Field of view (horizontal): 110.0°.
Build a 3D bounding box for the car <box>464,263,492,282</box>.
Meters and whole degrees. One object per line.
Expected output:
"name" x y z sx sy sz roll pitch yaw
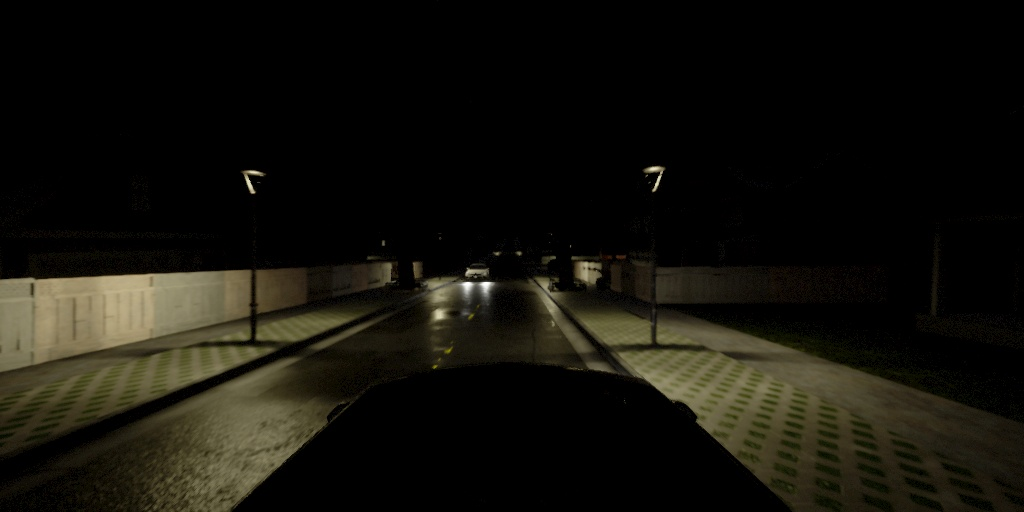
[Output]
"car" -2.848 1.357 30.469 1.812 1.442 4.674 0 0 0
